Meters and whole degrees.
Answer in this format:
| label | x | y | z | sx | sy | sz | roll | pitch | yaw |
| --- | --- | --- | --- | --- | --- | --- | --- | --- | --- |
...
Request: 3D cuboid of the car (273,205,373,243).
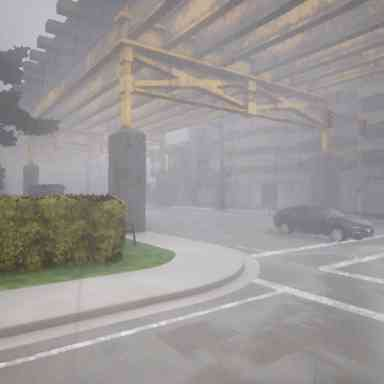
| label | x | y | z | sx | sy | sz | roll | pitch | yaw |
| --- | --- | --- | --- | --- | --- | --- | --- | --- | --- |
| car | 6.291 | 1.419 | 16.460 | 1.837 | 1.490 | 4.892 | 0 | 1 | -36 |
